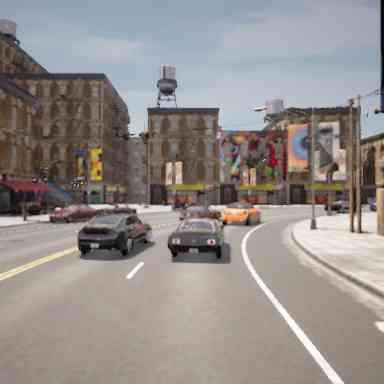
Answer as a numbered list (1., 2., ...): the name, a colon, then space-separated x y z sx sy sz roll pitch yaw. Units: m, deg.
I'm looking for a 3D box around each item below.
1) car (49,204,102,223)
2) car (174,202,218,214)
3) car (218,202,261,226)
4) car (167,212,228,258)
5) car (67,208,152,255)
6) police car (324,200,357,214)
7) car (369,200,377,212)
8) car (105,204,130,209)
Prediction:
1. car: -9.892 1.785 28.118 2.002 1.452 4.674 0 -1 20
2. car: 0.775 1.808 27.625 2.033 1.411 5.357 0 -1 25
3. car: 4.006 1.598 26.254 2.097 1.767 4.553 0 -1 25
4. car: 0.349 1.729 13.467 1.895 1.301 4.718 0 -1 7
5. car: -3.087 1.641 14.073 1.837 1.490 4.892 0 0 8
6. police car: 18.952 1.821 41.931 5.238 1.638 1.930 0 -1 -30
7. car: 26.465 1.776 44.957 4.553 1.767 2.097 0 -1 -14
8. car: -7.727 1.910 33.422 1.895 1.301 4.718 0 -1 30
